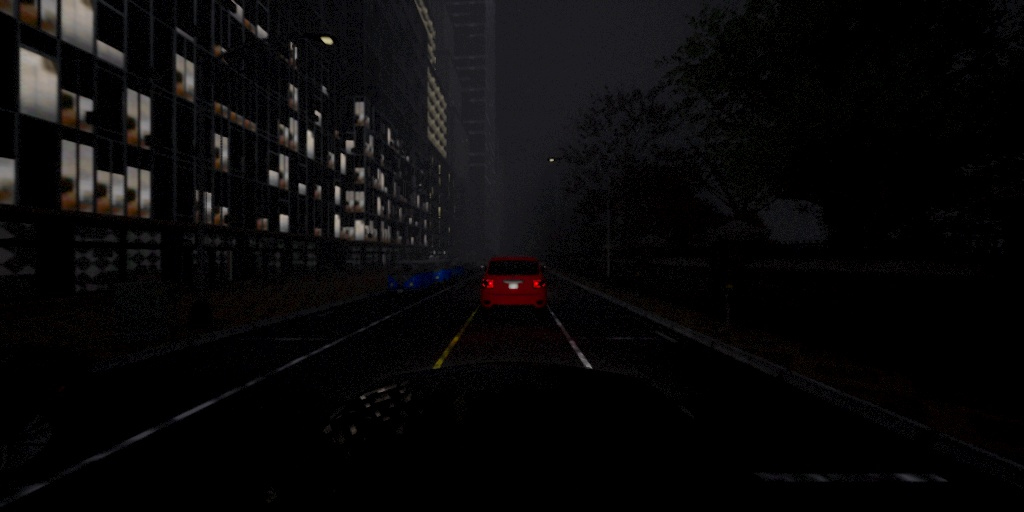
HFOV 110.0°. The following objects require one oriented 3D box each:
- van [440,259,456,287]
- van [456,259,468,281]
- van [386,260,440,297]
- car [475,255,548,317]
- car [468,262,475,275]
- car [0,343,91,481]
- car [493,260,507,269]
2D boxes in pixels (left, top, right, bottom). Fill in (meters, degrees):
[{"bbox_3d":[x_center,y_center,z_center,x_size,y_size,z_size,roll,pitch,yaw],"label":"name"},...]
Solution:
[{"bbox_3d":[-5.156,1.132,24.514,1.690,1.789,3.998,0,0,1],"label":"van"},{"bbox_3d":[-5.080,1.142,30.142,1.690,1.789,3.998,0,0,1],"label":"van"},{"bbox_3d":[-5.219,1.121,18.879,1.690,1.789,3.998,0,0,1],"label":"van"},{"bbox_3d":[0.087,0.994,13.430,2.150,2.045,5.566,0,0,1],"label":"car"},{"bbox_3d":[-4.875,1.389,41.395,1.948,1.339,4.313,0,0,1],"label":"car"},{"bbox_3d":[-5.317,1.316,1.995,1.948,1.339,4.313,0,0,0],"label":"car"},{"bbox_3d":[-1.920,1.407,59.004,2.033,1.411,5.357,0,0,2],"label":"car"}]
